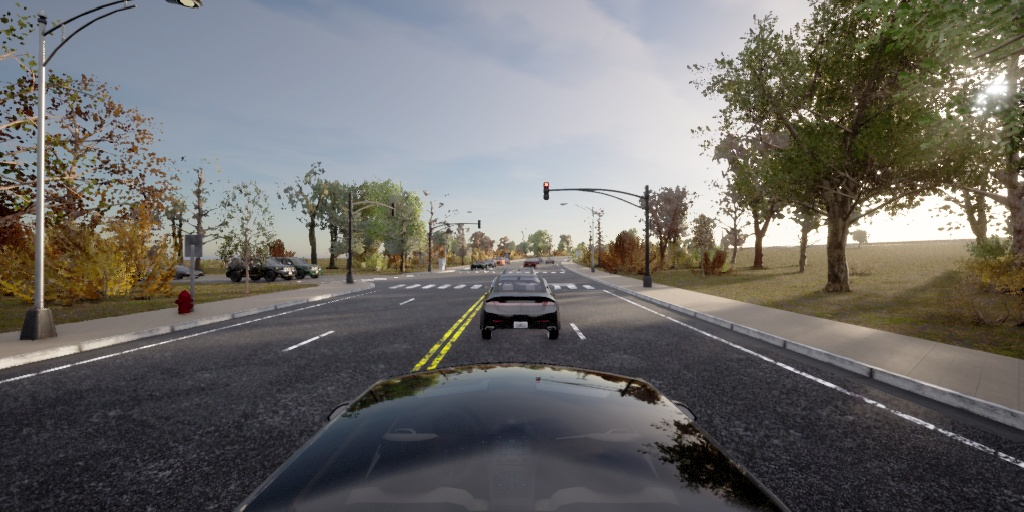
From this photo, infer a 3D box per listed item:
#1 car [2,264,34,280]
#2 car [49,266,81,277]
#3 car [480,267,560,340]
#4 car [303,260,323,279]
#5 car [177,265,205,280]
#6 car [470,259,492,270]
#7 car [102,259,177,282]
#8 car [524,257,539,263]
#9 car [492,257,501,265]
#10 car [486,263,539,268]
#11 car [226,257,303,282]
[{"bbox_3d":[-49.111,1.540,35.282,4.553,1.767,2.097,-1,-1,11],"label":"car"},{"bbox_3d":[-49.625,1.774,38.686,5.357,1.411,2.033,-1,-1,11],"label":"car"},{"bbox_3d":[0.200,1.242,10.003,2.128,1.511,4.902,0,0,0],"label":"car"},{"bbox_3d":[-20.634,1.152,33.452,5.566,2.045,2.150,-1,-1,10],"label":"car"},{"bbox_3d":[-33.708,1.616,35.784,5.357,1.411,2.033,-1,-1,10],"label":"car"},{"bbox_3d":[-4.489,1.303,49.825,1.895,1.301,4.718,0,0,6],"label":"car"},{"bbox_3d":[-34.107,1.263,32.557,5.566,2.045,2.150,-1,-1,10],"label":"car"},{"bbox_3d":[3.019,1.154,58.611,1.882,1.535,5.008,0,0,5],"label":"car"},{"bbox_3d":[-3.622,1.228,59.463,2.033,1.411,5.357,0,0,5],"label":"car"},{"bbox_3d":[0.292,1.240,15.332,2.128,1.511,4.902,0,0,2],"label":"car"},{"bbox_3d":[-21.118,1.124,30.236,5.566,2.045,2.150,-1,-1,10],"label":"car"}]
